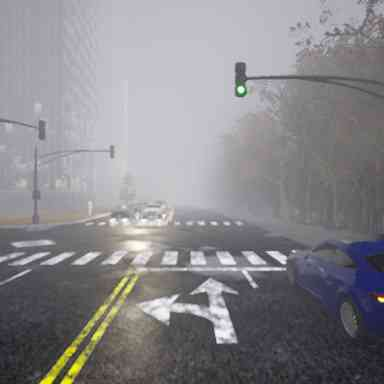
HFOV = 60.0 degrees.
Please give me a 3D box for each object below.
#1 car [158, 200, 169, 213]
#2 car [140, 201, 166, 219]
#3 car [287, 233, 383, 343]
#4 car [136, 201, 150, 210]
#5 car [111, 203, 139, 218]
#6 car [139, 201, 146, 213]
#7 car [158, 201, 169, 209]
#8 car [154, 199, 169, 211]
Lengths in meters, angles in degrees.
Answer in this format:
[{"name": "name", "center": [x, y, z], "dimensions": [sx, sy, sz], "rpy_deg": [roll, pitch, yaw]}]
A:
[{"name": "car", "center": [-4.464, 1.947, 44.230], "dimensions": [2.097, 1.767, 4.553], "rpy_deg": [0, -1, -3]}, {"name": "car", "center": [-4.069, 2.001, 35.407], "dimensions": [1.812, 1.442, 4.674], "rpy_deg": [0, -1, -1]}, {"name": "car", "center": [3.297, 1.553, 6.519], "dimensions": [1.812, 1.442, 4.674], "rpy_deg": [-5, -1, -1]}, {"name": "car", "center": [-8.442, 2.271, 57.706], "dimensions": [2.128, 1.511, 4.902], "rpy_deg": [0, -1, -3]}, {"name": "car", "center": [-7.336, 2.026, 35.638], "dimensions": [2.033, 1.411, 5.357], "rpy_deg": [0, -1, -2]}, {"name": "car", "center": [-7.782, 2.162, 45.640], "dimensions": [2.033, 1.411, 5.357], "rpy_deg": [0, -1, -3]}, {"name": "car", "center": [-5.621, 2.454, 65.289], "dimensions": [2.033, 1.411, 5.357], "rpy_deg": [0, -1, -3]}, {"name": "car", "center": [-4.944, 2.079, 53.861], "dimensions": [2.097, 1.767, 4.553], "rpy_deg": [0, -1, -2]}]
